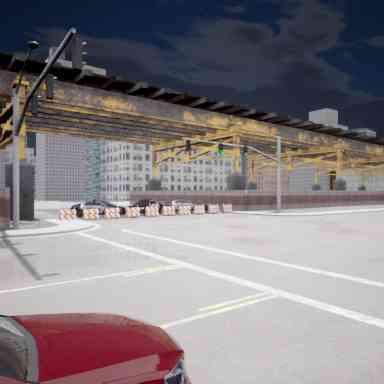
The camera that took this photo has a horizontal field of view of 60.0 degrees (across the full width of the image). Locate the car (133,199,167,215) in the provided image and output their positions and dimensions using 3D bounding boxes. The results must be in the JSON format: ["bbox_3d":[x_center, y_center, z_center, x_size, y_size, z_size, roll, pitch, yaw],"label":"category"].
[{"bbox_3d":[-4.649,1.453,33.079,2.038,1.542,4.974,0,0,18],"label":"car"}]

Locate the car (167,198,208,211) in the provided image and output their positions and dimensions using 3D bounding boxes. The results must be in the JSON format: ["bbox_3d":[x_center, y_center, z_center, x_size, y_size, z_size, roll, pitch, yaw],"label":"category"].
[{"bbox_3d":[-0.800,1.295,36.841,4.536,1.218,1.853,0,0,-7],"label":"car"}]

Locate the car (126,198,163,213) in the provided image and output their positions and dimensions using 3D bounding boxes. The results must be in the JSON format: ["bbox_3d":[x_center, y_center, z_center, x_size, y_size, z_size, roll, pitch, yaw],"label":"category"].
[{"bbox_3d":[-4.634,1.295,33.129,1.853,1.218,4.536,0,0,18],"label":"car"}]

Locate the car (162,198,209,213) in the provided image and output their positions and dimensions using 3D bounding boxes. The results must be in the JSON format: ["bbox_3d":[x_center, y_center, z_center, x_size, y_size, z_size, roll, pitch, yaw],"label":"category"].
[{"bbox_3d":[-0.748,1.453,36.848,4.974,1.542,2.038,0,0,-7],"label":"car"}]

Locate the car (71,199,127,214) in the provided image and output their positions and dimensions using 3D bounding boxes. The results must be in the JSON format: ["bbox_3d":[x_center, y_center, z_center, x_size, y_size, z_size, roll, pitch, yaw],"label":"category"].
[{"bbox_3d":[-8.439,1.295,30.392,4.536,1.218,1.853,0,0,8],"label":"car"}]

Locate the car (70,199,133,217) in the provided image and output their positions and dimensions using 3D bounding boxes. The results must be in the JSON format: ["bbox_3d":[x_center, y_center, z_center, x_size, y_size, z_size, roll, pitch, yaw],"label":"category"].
[{"bbox_3d":[-8.388,1.453,30.385,4.974,1.542,2.038,0,0,8],"label":"car"}]

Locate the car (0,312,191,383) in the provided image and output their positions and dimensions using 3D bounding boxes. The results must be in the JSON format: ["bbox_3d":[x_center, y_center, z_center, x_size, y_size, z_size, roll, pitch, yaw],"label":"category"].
[{"bbox_3d":[-2.160,1.526,2.226,4.674,1.442,1.812,0,0,-35],"label":"car"}]
